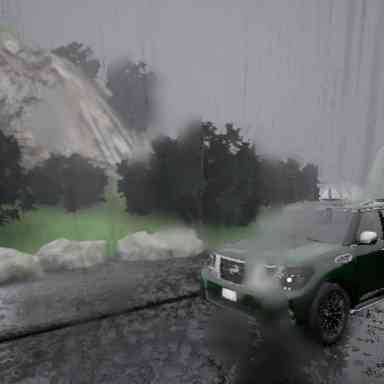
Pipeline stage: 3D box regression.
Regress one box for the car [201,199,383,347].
[{"bbox_3d":[2.810,1.178,6.613,5.566,2.045,2.150,0,0,-36],"label":"car"}]
